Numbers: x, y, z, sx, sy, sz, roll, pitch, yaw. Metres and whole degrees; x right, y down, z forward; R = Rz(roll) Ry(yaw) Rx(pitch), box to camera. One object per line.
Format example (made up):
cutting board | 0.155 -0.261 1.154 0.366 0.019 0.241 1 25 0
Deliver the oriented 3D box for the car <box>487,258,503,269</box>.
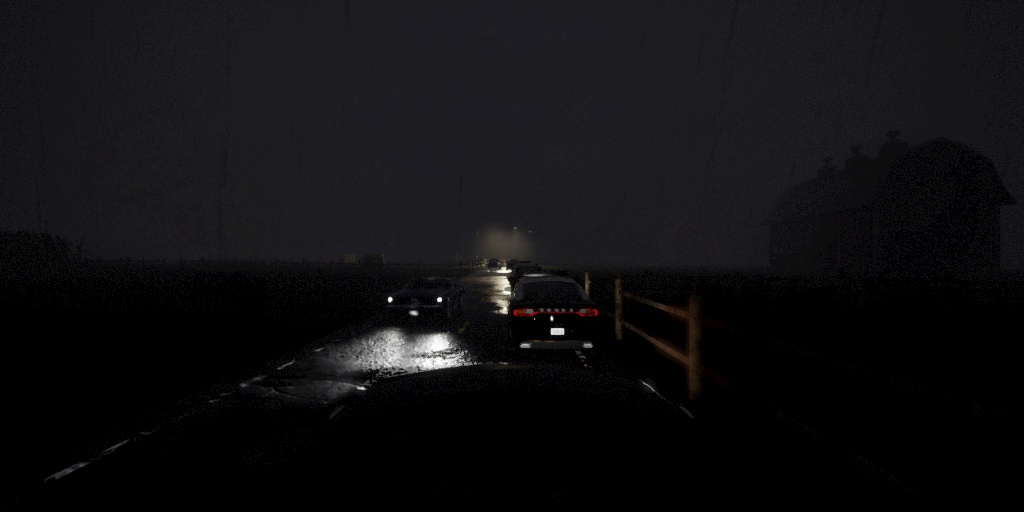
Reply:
car | -2.716 1.092 54.871 2.097 1.767 4.553 0 0 0

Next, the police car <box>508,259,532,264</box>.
police car | 0.878 1.173 25.140 1.930 1.638 5.238 0 0 0

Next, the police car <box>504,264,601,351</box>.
police car | 0.838 1.174 9.140 1.930 1.638 5.238 0 0 0

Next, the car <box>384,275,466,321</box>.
car | -2.827 1.350 12.600 1.895 1.301 4.718 0 0 0

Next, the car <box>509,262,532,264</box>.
car | 0.862 1.253 19.030 1.837 1.490 4.892 0 0 0

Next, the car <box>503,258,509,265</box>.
car | 0.171 1.220 49.512 1.882 1.535 5.008 0 0 0
